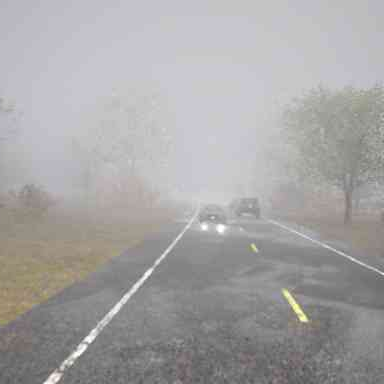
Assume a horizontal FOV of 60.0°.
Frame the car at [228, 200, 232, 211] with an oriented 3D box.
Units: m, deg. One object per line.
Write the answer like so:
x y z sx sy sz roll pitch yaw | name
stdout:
6.323 1.725 47.596 2.097 1.767 4.553 2 0 2 | car

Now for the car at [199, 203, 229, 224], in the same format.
1.626 1.701 26.254 1.994 1.385 4.181 2 0 3 | car

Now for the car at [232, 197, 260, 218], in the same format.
5.810 1.546 35.017 2.150 2.045 5.566 2 0 3 | car
